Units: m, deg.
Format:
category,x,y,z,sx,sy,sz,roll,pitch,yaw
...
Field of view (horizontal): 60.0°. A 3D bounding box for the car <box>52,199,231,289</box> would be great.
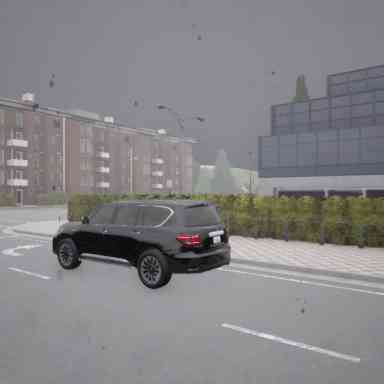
category,x,y,z,sx,sy,sz,roll,pitch,yaw
car,-1.597,1.221,9.415,5.566,2.045,2.150,0,0,35
